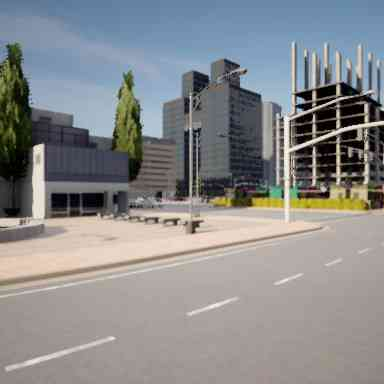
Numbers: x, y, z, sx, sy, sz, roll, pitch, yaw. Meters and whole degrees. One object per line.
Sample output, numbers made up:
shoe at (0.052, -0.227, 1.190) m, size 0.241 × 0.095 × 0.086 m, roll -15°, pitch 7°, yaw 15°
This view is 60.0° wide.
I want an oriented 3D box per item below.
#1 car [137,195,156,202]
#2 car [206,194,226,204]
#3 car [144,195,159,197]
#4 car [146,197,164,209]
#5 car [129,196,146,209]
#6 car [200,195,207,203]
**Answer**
car at (-12.104, 1.680, 88.739) m, size 4.605 × 1.855 × 1.932 m, roll 0°, pitch 0°, yaw -44°
car at (5.550, 1.781, 70.458) m, size 3.806 × 1.475 × 1.970 m, roll 0°, pitch 0°, yaw -44°
car at (-10.131, 1.667, 86.621) m, size 3.866 × 1.878 × 1.905 m, roll 0°, pitch 0°, yaw -44°
car at (-6.234, 1.827, 50.809) m, size 1.812 × 1.442 × 4.674 m, roll 0°, pitch 0°, yaw -43°
car at (-9.497, 1.791, 49.182) m, size 2.128 × 1.511 × 4.902 m, roll 0°, pitch 0°, yaw -42°
car at (3.544, 1.558, 72.547) m, size 3.866 × 1.878 × 1.905 m, roll 0°, pitch 0°, yaw -44°
